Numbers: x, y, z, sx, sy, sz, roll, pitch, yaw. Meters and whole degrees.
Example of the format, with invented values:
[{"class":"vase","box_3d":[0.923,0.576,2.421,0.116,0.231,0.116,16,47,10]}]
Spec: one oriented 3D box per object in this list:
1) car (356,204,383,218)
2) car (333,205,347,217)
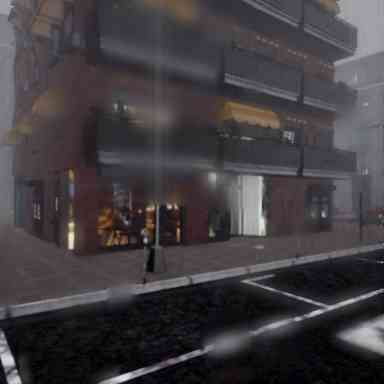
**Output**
[{"class":"car","box_3d":[18.915,1.964,33.838,1.967,1.590,4.097,0,-1,-35]},{"class":"car","box_3d":[15.725,2.174,38.377,1.802,1.307,4.206,0,-1,-35]}]
